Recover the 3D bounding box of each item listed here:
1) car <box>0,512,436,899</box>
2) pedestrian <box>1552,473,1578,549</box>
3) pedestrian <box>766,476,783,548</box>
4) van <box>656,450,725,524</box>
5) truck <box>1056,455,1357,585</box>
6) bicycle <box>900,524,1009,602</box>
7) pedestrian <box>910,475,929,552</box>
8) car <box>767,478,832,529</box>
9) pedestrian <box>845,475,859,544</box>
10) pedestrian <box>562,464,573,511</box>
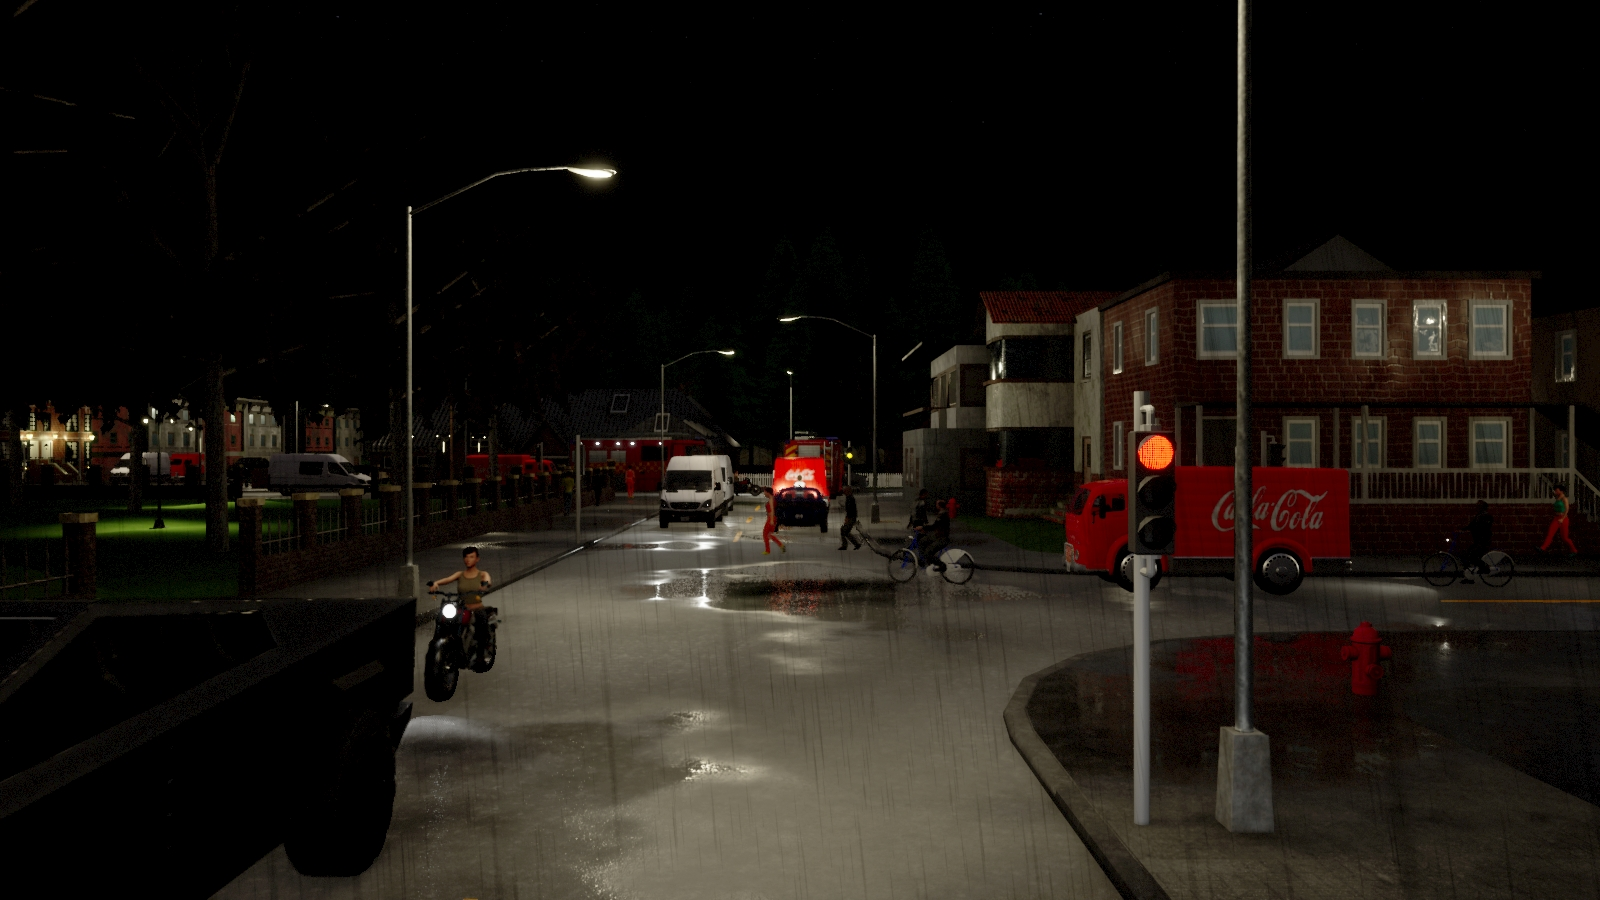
[{"bbox_3d":[-4.022,1.531,5.695,2.390,2.098,6.274,0,0,0],"label":"car"},{"bbox_3d":[18.977,1.512,28.346,0.375,1.860,0.375,0,0,2],"label":"pedestrian"},{"bbox_3d":[-0.660,1.616,29.984,0.375,1.860,0.375,0,0,12],"label":"pedestrian"},{"bbox_3d":[-4.007,1.296,42.666,1.988,2.561,5.915,0,0,0],"label":"van"},{"bbox_3d":[8.061,1.339,23.184,5.204,2.467,2.627,0,0,2],"label":"truck"},{"bbox_3d":[2.659,1.932,19.697,1.835,1.271,0.329,0,0,14],"label":"bicycle"},{"bbox_3d":[2.935,1.539,27.982,0.375,1.860,0.375,0,0,-11],"label":"pedestrian"},{"bbox_3d":[-0.015,1.797,39.830,2.097,1.535,5.006,0,0,0],"label":"car"},{"bbox_3d":[1.421,1.615,31.256,0.375,1.860,0.375,0,0,-2],"label":"pedestrian"},{"bbox_3d":[-9.357,1.506,45.955,0.375,1.860,0.375,0,0,0],"label":"pedestrian"}]
